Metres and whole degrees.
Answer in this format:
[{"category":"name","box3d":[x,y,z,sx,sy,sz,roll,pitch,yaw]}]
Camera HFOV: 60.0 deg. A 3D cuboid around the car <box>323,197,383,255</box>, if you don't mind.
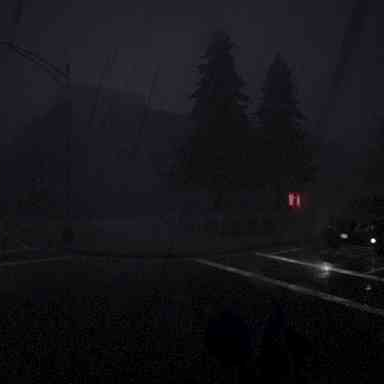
[{"category":"car","box3d":[7.745,1.248,13.719,5.566,2.045,2.150,0,0,-36]}]
